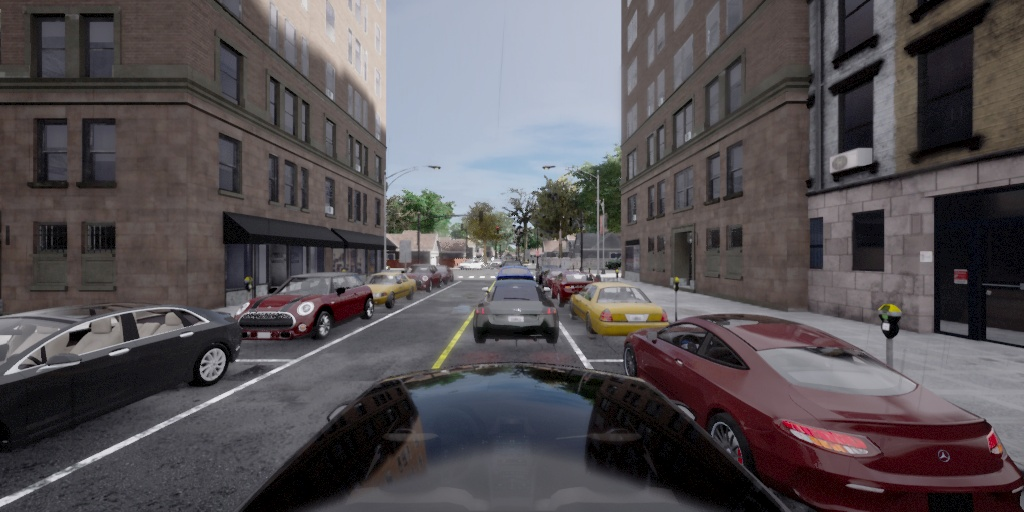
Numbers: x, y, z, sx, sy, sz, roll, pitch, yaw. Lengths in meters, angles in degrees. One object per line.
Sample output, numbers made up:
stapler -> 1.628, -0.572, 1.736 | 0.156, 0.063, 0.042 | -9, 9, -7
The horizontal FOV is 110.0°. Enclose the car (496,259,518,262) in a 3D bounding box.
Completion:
car -> 0.069, 1.114, 27.878 | 2.097, 1.767, 4.553 | 0, 0, 0

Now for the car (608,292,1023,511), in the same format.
car -> 2.641, 1.332, 4.225 | 1.802, 1.307, 4.207 | 0, 0, 0

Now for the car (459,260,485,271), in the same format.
car -> -5.775, 1.289, 51.885 | 1.812, 1.442, 4.674 | 3, 3, 34

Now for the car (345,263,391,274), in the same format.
car -> -17.091, 1.467, 42.640 | 4.718, 1.301, 1.895 | 0, 0, -2

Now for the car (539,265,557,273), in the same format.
car -> 2.685, 1.340, 20.780 | 1.802, 1.307, 4.207 | 0, 0, 0

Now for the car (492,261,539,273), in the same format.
car -> 0.122, 1.235, 18.653 | 1.882, 1.535, 5.008 | 0, 0, -1

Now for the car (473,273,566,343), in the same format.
car -> 0.110, 1.316, 9.660 | 1.994, 1.385, 4.181 | 0, 0, 1

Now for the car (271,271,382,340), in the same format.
car -> -5.369, 1.192, 9.762 | 1.967, 1.591, 4.097 | 0, 0, 0

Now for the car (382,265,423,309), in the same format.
car -> -5.355, 1.280, 15.111 | 1.751, 1.417, 4.829 | 0, 0, 0

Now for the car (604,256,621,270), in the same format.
car -> 15.607, 0.895, 49.239 | 5.566, 2.045, 2.150 | 0, 0, 0

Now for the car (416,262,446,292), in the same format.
car -> -5.340, 1.198, 20.800 | 1.967, 1.591, 4.097 | 0, 0, 0

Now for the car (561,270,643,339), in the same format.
car -> 2.656, 1.278, 9.914 | 1.751, 1.417, 4.829 | 0, 0, 0

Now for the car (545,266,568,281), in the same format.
car -> 2.671, 1.300, 15.262 | 1.888, 1.381, 4.507 | 0, 0, 0

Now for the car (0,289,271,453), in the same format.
car -> -5.384, 1.301, 4.243 | 2.007, 1.370, 4.403 | 0, 0, 0

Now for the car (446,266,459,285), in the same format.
car -> -5.325, 1.343, 26.319 | 1.802, 1.307, 4.207 | 0, 0, 0
